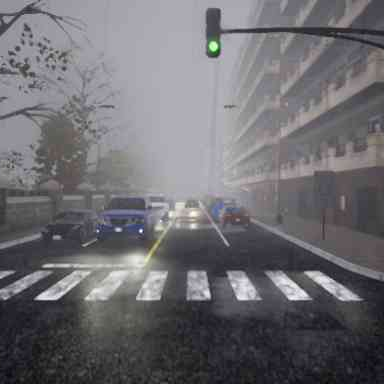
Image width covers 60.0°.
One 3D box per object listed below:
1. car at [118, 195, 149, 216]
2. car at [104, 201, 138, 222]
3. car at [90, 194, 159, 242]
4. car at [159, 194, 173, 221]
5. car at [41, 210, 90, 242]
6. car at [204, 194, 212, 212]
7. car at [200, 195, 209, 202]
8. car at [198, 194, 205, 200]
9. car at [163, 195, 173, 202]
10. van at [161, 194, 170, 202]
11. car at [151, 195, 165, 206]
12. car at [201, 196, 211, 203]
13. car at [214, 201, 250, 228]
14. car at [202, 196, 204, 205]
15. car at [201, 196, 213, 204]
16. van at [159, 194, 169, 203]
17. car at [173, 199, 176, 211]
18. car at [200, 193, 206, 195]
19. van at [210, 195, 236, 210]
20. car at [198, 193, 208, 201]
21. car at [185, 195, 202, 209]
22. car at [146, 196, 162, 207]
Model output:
[{"bbox_3d":[-5.677,1.279,33.071,2.192,1.841,5.009,0,0,0],"label":"car"},{"bbox_3d":[-5.678,1.494,27.271,1.752,1.417,4.829,0,0,0],"label":"car"},{"bbox_3d":[-3.085,1.200,16.516,2.150,2.045,5.566,0,0,-1],"label":"car"},{"bbox_3d":[-3.071,1.190,27.229,2.150,2.045,5.566,0,0,0],"label":"car"},{"bbox_3d":[-5.682,1.545,16.180,1.947,1.339,4.313,0,0,0],"label":"car"},{"bbox_3d":[2.706,1.402,38.698,1.967,1.590,4.097,0,0,0],"label":"car"},{"bbox_3d":[2.716,1.401,72.478,1.967,1.590,4.097,0,0,0],"label":"car"},{"bbox_3d":[2.724,1.423,94.999,1.967,1.590,4.097,0,0,0],"label":"car"},{"bbox_3d":[-5.662,1.516,78.111,2.008,1.369,4.403,0,0,0],"label":"car"},{"bbox_3d":[-5.664,1.302,72.481,1.690,1.788,3.998,0,0,0],"label":"van"},{"bbox_3d":[-5.669,1.397,55.591,1.967,1.590,4.097,0,0,0],"label":"car"},{"bbox_3d":[2.714,1.503,66.849,1.887,1.381,4.507,0,0,0],"label":"car"},{"bbox_3d":[2.700,1.518,21.807,1.887,1.381,4.507,0,0,0],"label":"car"},{"bbox_3d":[2.707,1.510,44.329,2.008,1.369,4.403,0,0,0],"label":"car"},{"bbox_3d":[2.712,1.508,61.219,2.008,1.369,4.403,0,0,0],"label":"car"},{"bbox_3d":[-5.666,1.300,66.852,1.690,1.788,3.998,0,0,0],"label":"van"},{"bbox_3d":[-3.038,1.453,41.124,2.128,1.511,4.902,0,0,1],"label":"car"},{"bbox_3d":[2.712,1.272,55.589,2.192,1.841,5.009,0,0,0],"label":"car"},{"bbox_3d":[2.702,1.309,27.438,1.690,1.788,3.998,0,0,0],"label":"van"},{"bbox_3d":[2.720,1.285,83.739,2.192,1.841,5.009,0,0,0],"label":"car"},{"bbox_3d":[0.015,1.523,45.276,1.994,1.385,4.181,0,0,0],"label":"car"},{"bbox_3d":[-5.671,1.398,49.962,1.967,1.590,4.097,0,0,0],"label":"car"}]
